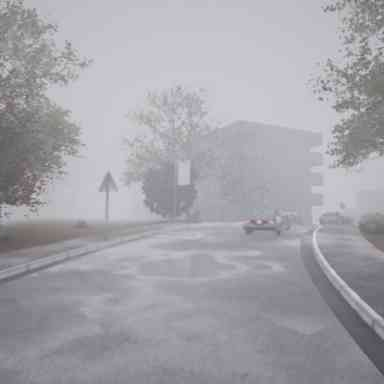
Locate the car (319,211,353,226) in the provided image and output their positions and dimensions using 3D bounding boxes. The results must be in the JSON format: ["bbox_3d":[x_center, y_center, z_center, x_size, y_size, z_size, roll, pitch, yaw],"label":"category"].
[{"bbox_3d":[14.440,2.735,33.156,2.128,1.511,4.902,-4,-8,44],"label":"car"}]

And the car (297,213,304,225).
[{"bbox_3d":[9.457,2.576,32.903,1.812,1.442,4.674,-4,-8,42],"label":"car"}]

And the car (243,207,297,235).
[{"bbox_3d":[4.318,1.561,18.638,2.033,1.411,5.357,-1,-1,24],"label":"car"}]
